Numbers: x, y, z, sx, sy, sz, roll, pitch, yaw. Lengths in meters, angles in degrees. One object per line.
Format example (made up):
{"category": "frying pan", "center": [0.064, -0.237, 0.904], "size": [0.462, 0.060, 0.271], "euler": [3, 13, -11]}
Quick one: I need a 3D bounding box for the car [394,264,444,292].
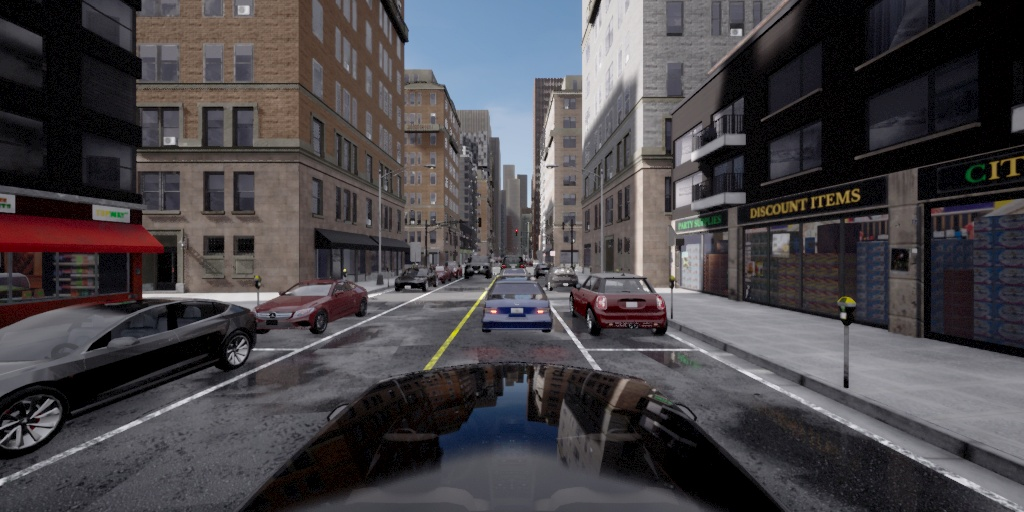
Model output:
{"category": "car", "center": [-5.624, 1.316, 21.544], "size": [1.948, 1.339, 4.313], "euler": [0, 0, 0]}

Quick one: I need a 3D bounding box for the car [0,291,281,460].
{"category": "car", "center": [-5.664, 1.316, 5.040], "size": [1.948, 1.339, 4.313], "euler": [0, 0, 0]}

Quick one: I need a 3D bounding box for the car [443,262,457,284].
{"category": "car", "center": [-5.610, 1.334, 27.045], "size": [1.802, 1.307, 4.207], "euler": [0, 0, 0]}

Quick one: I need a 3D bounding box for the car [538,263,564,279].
{"category": "car", "center": [2.902, 1.301, 21.523], "size": [2.007, 1.370, 4.403], "euler": [0, 0, 0]}

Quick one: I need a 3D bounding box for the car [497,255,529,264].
{"category": "car", "center": [0.078, 0.974, 31.273], "size": [2.150, 2.045, 5.566], "euler": [0, 0, -1]}

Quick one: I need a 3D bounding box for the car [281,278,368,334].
{"category": "car", "center": [-5.650, 1.332, 10.542], "size": [1.802, 1.307, 4.207], "euler": [0, 0, 0]}

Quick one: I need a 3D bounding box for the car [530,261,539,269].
{"category": "car", "center": [2.929, 1.319, 32.526], "size": [1.948, 1.339, 4.313], "euler": [0, 0, 0]}

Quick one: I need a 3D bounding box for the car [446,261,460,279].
{"category": "car", "center": [-5.597, 1.193, 32.547], "size": [1.967, 1.591, 4.097], "euler": [0, 0, 0]}

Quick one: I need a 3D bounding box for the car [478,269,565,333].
{"category": "car", "center": [0.121, 1.297, 10.736], "size": [2.033, 1.411, 5.357], "euler": [0, 0, 0]}

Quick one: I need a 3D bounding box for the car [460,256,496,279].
{"category": "car", "center": [-2.942, 0.979, 32.301], "size": [2.150, 2.045, 5.566], "euler": [0, 0, 0]}

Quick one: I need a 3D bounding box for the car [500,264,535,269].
{"category": "car", "center": [0.145, 1.352, 21.241], "size": [1.895, 1.301, 4.718], "euler": [0, 0, 0]}

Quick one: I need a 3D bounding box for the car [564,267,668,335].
{"category": "car", "center": [2.875, 1.190, 10.520], "size": [1.967, 1.591, 4.097], "euler": [0, 0, 0]}
